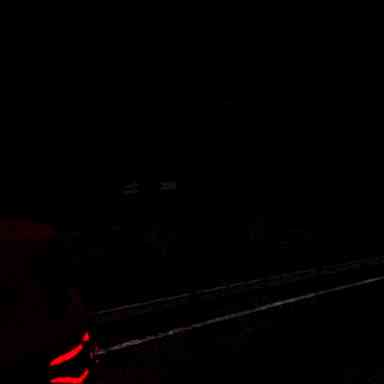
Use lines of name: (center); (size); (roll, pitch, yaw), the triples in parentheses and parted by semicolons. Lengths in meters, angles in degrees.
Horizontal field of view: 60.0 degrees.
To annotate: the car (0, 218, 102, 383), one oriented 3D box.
car: (-3.191, 1.212, 1.311); (5.566, 2.045, 2.150); (0, 0, -36)
